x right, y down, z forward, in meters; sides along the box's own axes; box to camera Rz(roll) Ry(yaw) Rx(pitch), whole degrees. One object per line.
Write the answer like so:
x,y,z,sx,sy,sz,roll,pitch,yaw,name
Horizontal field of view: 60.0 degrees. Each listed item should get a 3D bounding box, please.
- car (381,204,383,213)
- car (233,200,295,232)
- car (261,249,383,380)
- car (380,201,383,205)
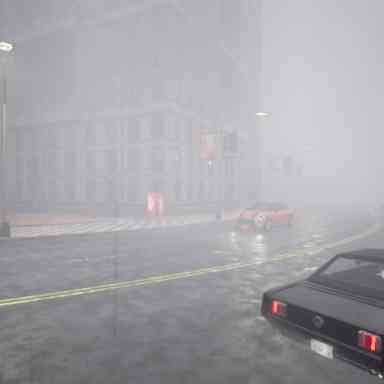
13.014,1.557,20.252,1.994,1.385,4.181,0,0,35,car
4.409,1.364,20.168,2.097,1.767,4.553,0,0,41,car
3.385,1.599,5.265,4.718,1.301,1.895,0,0,-35,car
21.531,1.465,35.850,1.882,1.535,5.008,0,0,27,car
